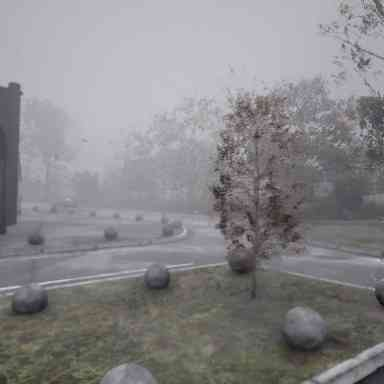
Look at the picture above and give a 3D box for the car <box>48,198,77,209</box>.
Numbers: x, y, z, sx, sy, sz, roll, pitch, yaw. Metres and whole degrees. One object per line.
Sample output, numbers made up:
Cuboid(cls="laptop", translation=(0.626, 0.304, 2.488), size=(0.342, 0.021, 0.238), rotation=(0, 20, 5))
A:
Cuboid(cls="car", translation=(-17.234, 1.468, 44.469), size=(4.674, 1.442, 1.812), rotation=(2, 0, 35))
